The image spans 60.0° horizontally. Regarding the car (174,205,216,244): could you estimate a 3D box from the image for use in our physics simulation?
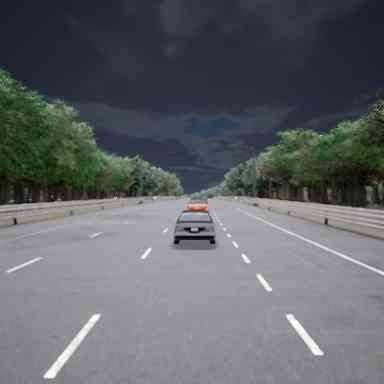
[{"bbox_3d":[0.144,1.561,15.914,2.033,1.411,5.357,0,0,1],"label":"car"}]

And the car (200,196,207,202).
[{"bbox_3d":[3.261,1.861,92.490,1.882,1.535,5.008,0,-1,3],"label":"car"}]

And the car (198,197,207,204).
[{"bbox_3d":[2.223,1.757,70.144,1.994,1.385,4.181,0,0,3],"label":"car"}]

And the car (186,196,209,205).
[{"bbox_3d":[0.523,1.397,31.226,2.097,1.767,4.553,0,0,2],"label":"car"}]

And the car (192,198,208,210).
[{"bbox_3d":[1.123,1.578,46.360,2.128,1.511,4.902,0,0,3],"label":"car"}]
